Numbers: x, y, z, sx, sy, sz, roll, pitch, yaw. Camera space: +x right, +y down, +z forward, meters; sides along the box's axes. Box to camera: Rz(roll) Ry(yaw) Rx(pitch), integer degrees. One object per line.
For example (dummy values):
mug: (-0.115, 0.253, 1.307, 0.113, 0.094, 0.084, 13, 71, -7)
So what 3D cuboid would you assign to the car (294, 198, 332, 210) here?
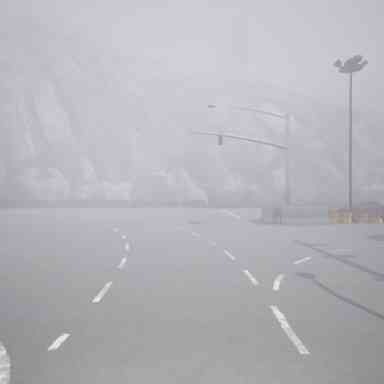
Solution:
car: (15.308, 1.461, 41.021, 5.357, 1.411, 2.033, 0, 0, -3)

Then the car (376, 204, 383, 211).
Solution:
car: (11.962, 1.473, 16.114, 4.892, 1.490, 1.837, -1, 0, -3)

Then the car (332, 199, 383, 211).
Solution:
car: (15.597, 1.500, 30.522, 4.181, 1.385, 1.994, 0, 0, -3)
